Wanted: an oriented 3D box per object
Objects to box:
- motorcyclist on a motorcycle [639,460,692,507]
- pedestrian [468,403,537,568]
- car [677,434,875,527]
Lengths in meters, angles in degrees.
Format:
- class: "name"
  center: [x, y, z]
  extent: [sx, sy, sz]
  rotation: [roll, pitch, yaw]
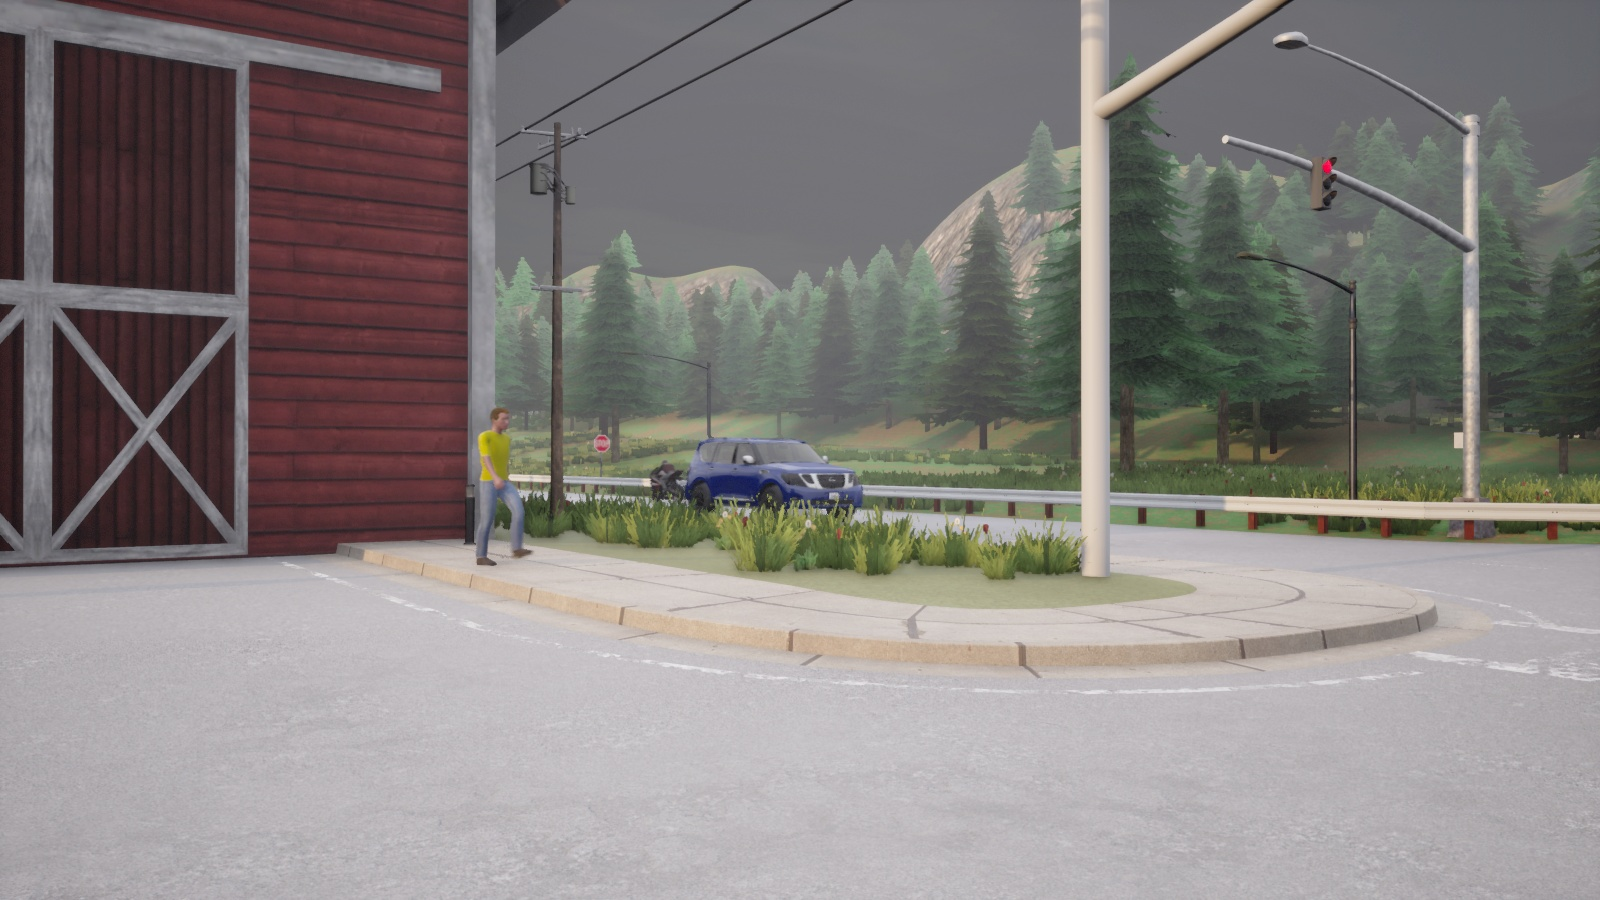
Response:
- class: "motorcyclist on a motorcycle"
  center: [-4.583, 1.111, 42.619]
  extent: [0.866, 1.530, 2.191]
  rotation: [0, 0, -34]
- class: "pedestrian"
  center: [-3.378, 0.398, 14.263]
  extent: [0.706, 1.836, 0.354]
  rotation: [0, 0, 30]
- class: "car"
  center: [-0.721, 0.700, 30.561]
  extent: [2.150, 2.045, 5.566]
  rotation: [0, 0, -34]
